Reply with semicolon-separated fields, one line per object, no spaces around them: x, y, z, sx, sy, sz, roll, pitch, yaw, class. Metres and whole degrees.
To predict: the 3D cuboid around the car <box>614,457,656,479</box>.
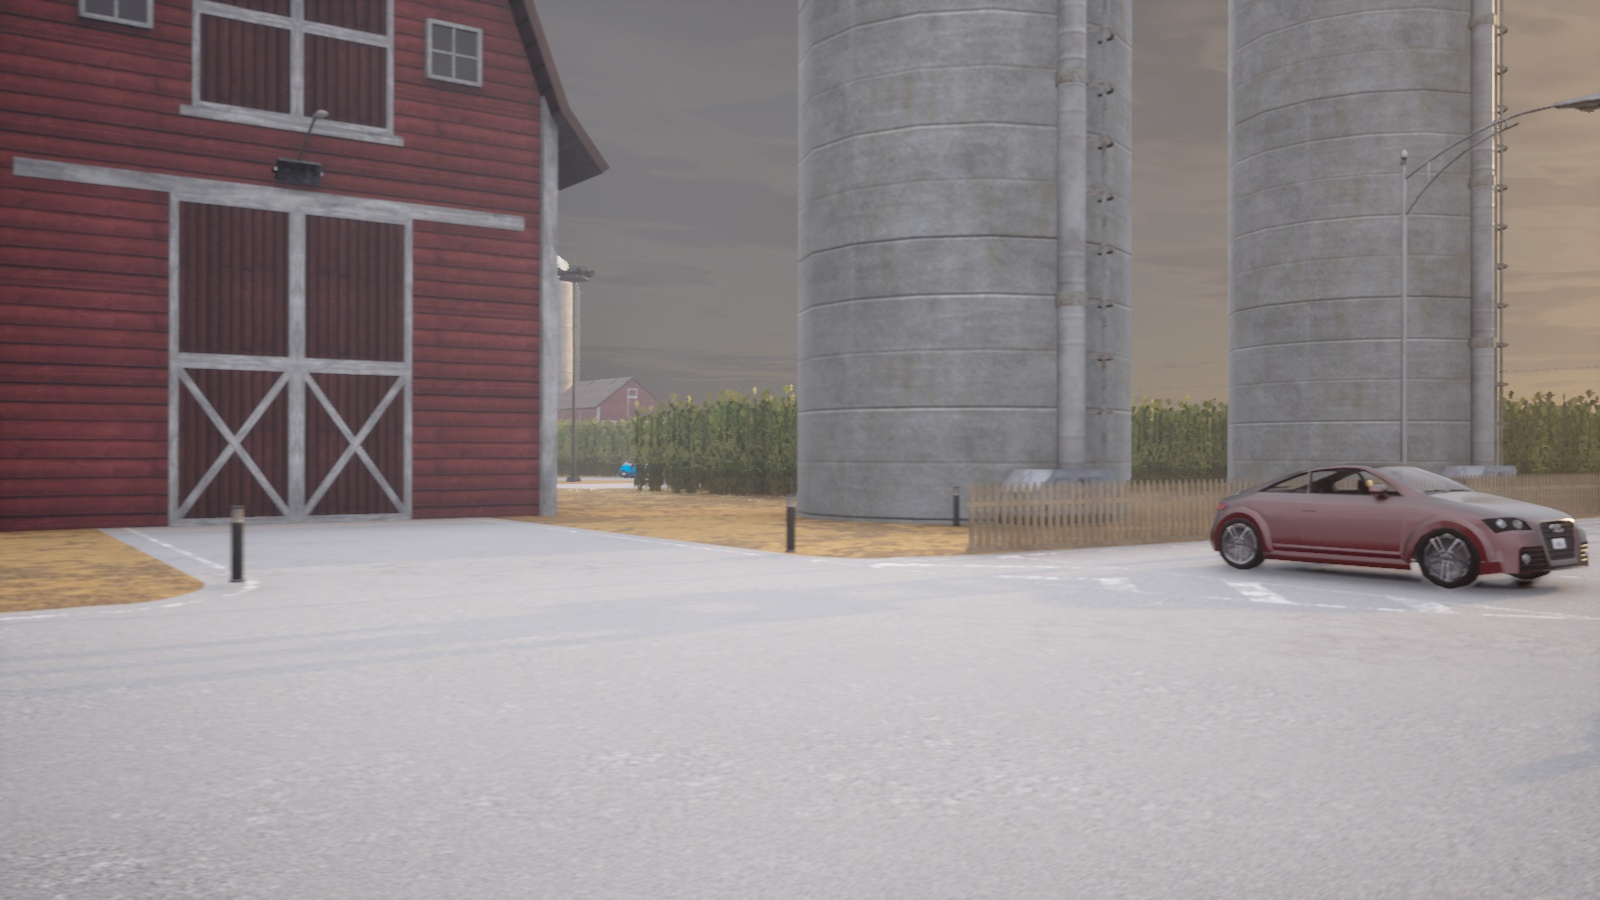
-10.392;1.156;79.272;2.207;1.376;1.481;0;-1;14;car
